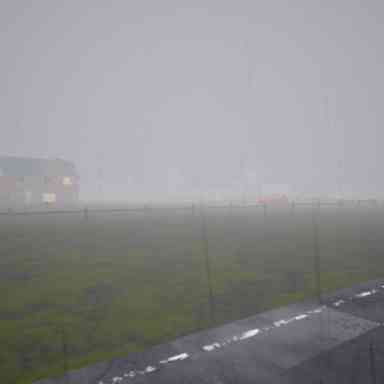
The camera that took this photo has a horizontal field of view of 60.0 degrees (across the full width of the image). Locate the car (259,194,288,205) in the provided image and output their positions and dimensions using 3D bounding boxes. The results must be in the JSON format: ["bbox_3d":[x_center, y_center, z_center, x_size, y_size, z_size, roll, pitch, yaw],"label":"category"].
[{"bbox_3d":[15.201,1.364,62.121,2.150,2.045,5.566,1,-1,-39],"label":"car"}]

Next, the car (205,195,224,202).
[{"bbox_3d":[4.968,1.463,74.212,1.882,1.535,5.008,1,-1,-41],"label":"car"}]
